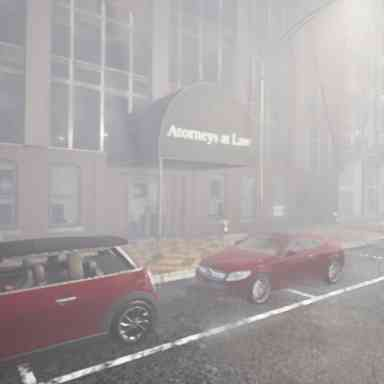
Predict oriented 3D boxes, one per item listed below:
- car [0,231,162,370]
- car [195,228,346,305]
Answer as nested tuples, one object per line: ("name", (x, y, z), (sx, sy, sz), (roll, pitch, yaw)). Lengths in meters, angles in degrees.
("car", (-2.564, 1.439, 4.716), (4.097, 1.590, 1.967), (0, 1, -35))
("car", (2.040, 1.573, 8.002), (4.206, 1.307, 1.802), (0, 1, -35))
